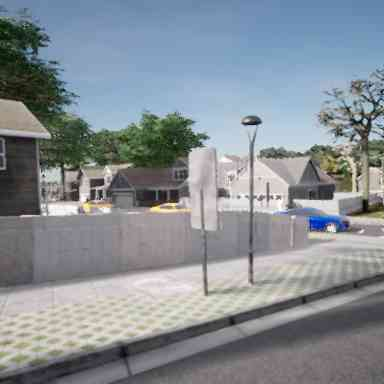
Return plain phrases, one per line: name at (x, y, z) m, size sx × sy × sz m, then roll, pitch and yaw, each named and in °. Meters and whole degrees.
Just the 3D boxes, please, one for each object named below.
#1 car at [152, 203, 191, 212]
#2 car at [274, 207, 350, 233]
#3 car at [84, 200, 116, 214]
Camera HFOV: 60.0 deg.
car at (-1.534, 1.777, 30.089) m, size 5.008 × 1.535 × 1.882 m, roll 0°, pitch 3°, yaw 40°
car at (8.062, 1.811, 22.722) m, size 5.008 × 1.535 × 1.882 m, roll 0°, pitch 3°, yaw 35°
car at (-10.676, 1.715, 38.461) m, size 1.882 × 1.535 × 5.008 m, roll -4°, pitch 3°, yaw -45°
